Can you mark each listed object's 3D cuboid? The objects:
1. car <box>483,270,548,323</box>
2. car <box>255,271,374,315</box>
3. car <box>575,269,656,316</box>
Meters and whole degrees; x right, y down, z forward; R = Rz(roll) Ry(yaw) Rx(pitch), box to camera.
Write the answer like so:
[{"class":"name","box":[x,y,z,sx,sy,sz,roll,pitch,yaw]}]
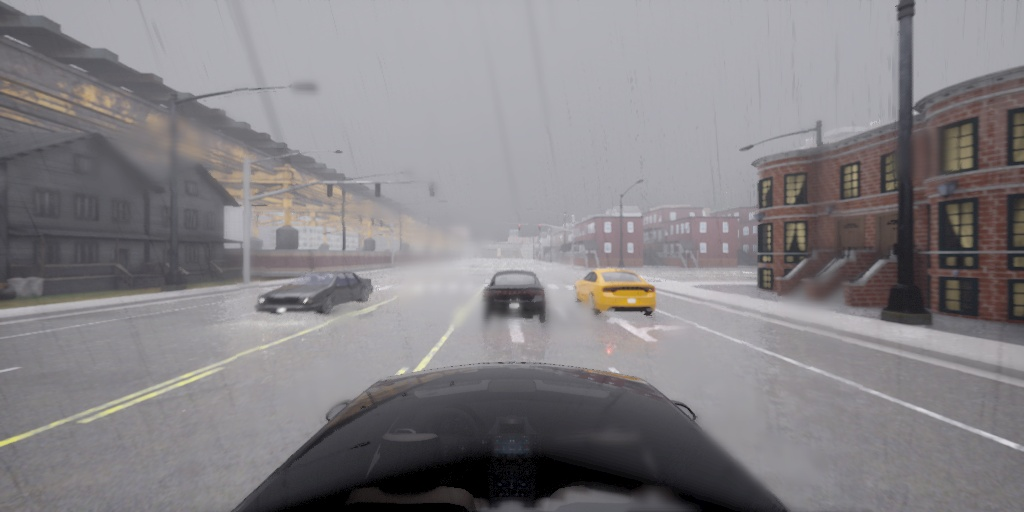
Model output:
[{"class":"car","box":[0.103,1.208,12.099,1.882,1.535,5.008,0,0,0]},{"class":"car","box":[-7.046,1.275,13.645,2.033,1.411,5.357,0,0,1]},{"class":"car","box":[3.606,1.206,13.265,1.882,1.535,5.008,0,0,0]}]
